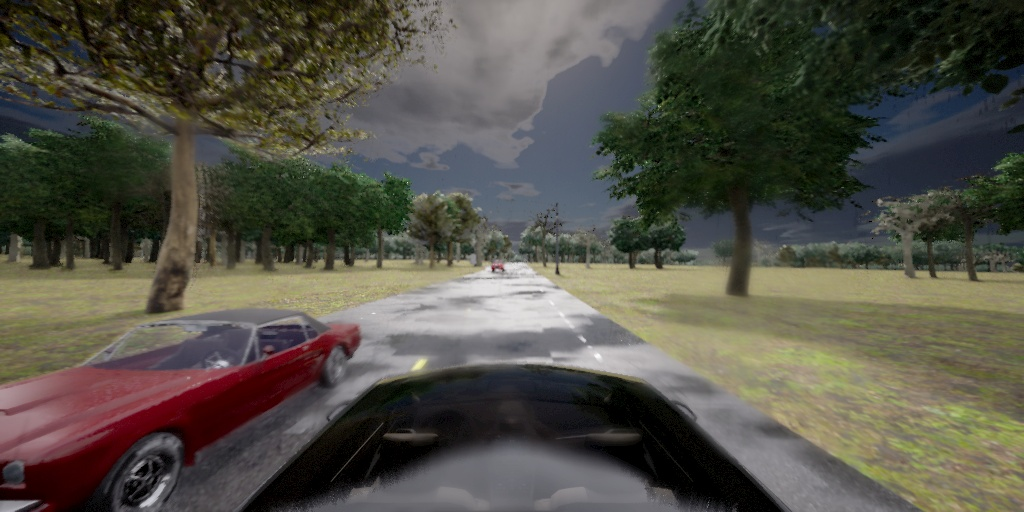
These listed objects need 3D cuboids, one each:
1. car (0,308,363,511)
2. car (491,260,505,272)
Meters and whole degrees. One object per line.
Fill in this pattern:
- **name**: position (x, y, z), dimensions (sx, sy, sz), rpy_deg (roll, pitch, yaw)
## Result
- **car**: position (-3.627, 1.381, 4.240), dimensions (1.895, 1.301, 4.718), rpy_deg (0, -1, 0)
- **car**: position (-2.490, 1.742, 63.351), dimensions (2.150, 2.045, 5.566), rpy_deg (0, -1, 2)
